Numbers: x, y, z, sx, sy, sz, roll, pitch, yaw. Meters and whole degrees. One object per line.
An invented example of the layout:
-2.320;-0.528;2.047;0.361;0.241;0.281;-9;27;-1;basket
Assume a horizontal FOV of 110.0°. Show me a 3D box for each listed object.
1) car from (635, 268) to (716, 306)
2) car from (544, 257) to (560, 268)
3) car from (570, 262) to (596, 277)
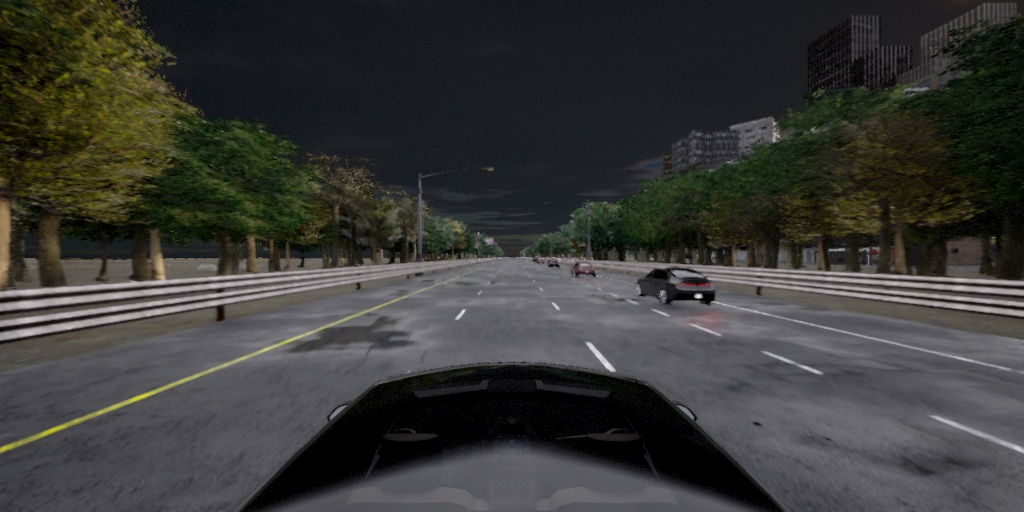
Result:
7.001;1.264;15.878;1.837;1.490;4.892;0;0;0;car
7.141;1.319;62.830;1.837;1.490;4.892;0;0;0;car
7.035;1.308;35.799;1.812;1.442;4.674;0;0;0;car
